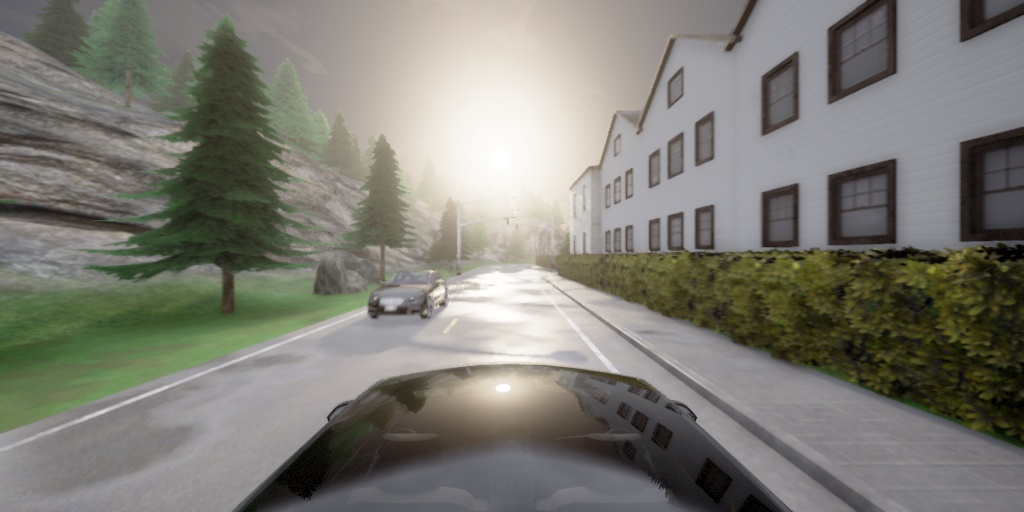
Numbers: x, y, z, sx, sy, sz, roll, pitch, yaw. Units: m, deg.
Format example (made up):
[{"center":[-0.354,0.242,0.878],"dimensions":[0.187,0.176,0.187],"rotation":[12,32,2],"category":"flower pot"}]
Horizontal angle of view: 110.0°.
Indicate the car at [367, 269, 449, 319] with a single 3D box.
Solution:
[{"center":[-3.501,1.238,12.824],"dimensions":[2.128,1.511,4.902],"rotation":[0,0,0],"category":"car"}]
